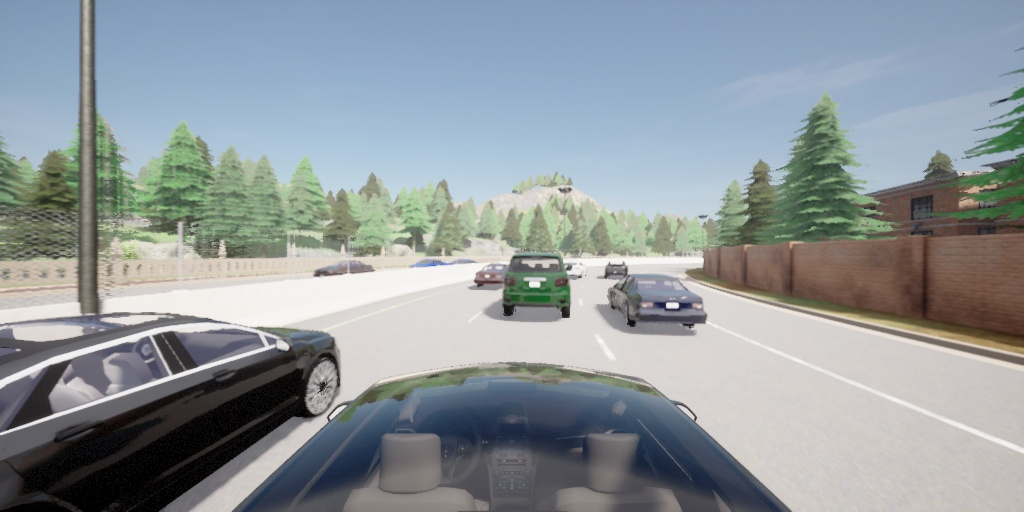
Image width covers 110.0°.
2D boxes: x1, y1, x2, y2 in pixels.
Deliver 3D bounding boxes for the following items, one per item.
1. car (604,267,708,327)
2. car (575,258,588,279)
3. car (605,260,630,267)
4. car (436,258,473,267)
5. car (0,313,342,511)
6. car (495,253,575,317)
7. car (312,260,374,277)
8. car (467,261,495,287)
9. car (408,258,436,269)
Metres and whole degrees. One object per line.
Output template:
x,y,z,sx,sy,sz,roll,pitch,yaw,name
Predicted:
4.274,1.256,11.350,2.033,1.411,5.357,0,0,7,car
5.278,1.119,30.764,1.812,1.442,4.674,0,0,19,car
9.166,1.098,31.232,2.128,1.511,4.902,0,0,20,car
-4.823,1.009,34.176,1.882,1.535,5.008,0,0,20,car
-3.261,1.221,2.954,2.128,1.511,4.902,0,0,1,car
1.014,0.906,13.079,2.150,2.045,5.566,0,0,8,car
-13.638,1.072,29.491,2.033,1.411,5.357,0,0,15,car
-0.796,1.166,22.551,2.033,1.411,5.357,0,0,14,car
-8.198,0.990,35.130,1.882,1.535,5.008,0,0,20,car
